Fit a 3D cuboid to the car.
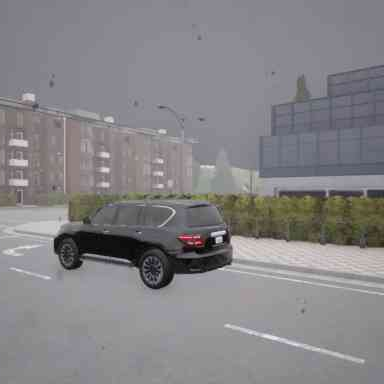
[{"bbox_3d":[-1.552,1.221,9.387,5.566,2.045,2.150,0,0,35],"label":"car"}]
